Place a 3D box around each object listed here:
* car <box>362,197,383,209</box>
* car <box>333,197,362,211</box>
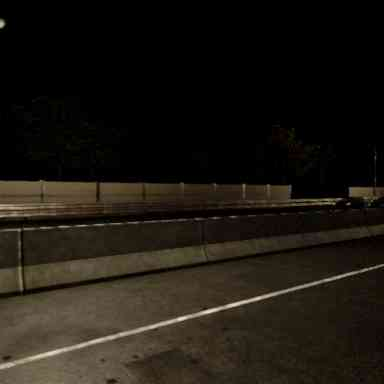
[{"bbox_3d":[20.961,1.356,36.117,4.553,1.767,2.097,0,0,-35],"label":"car"},{"bbox_3d":[18.367,1.356,38.566,4.553,1.767,2.097,0,0,-35],"label":"car"}]
